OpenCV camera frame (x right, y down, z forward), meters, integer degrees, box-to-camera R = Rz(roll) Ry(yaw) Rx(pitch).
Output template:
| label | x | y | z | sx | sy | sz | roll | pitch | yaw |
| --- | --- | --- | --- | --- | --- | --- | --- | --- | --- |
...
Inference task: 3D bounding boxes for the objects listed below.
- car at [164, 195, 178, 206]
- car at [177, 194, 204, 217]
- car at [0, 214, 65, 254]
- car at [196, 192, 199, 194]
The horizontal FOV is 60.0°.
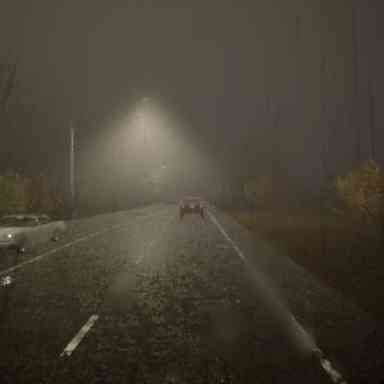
| label | x | y | z | sx | sy | sz | roll | pitch | yaw |
| --- | --- | --- | --- | --- | --- | --- | --- | --- | --- |
| car | -3.518 | 1.521 | 54.254 | 1.895 | 1.301 | 4.718 | 0 | 0 | 1 |
| car | 0.004 | 1.318 | 31.234 | 2.097 | 1.767 | 4.553 | 0 | 0 | 0 |
| car | -7.003 | 1.594 | 13.640 | 1.895 | 1.301 | 4.718 | 0 | 0 | 0 |
| car | 0.007 | 1.353 | 84.997 | 2.128 | 1.511 | 4.902 | 0 | 0 | 0 |
